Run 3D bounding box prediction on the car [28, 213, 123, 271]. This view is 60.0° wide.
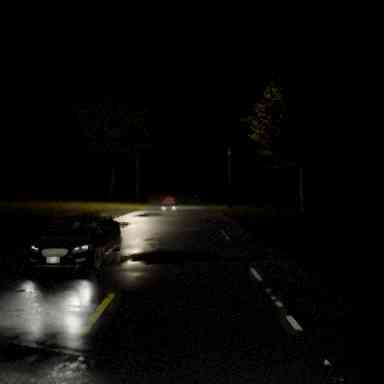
[{"bbox_3d":[-3.603,1.499,11.090,2.128,1.511,4.902,0,0,0],"label":"car"}]

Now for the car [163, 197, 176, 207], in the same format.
[{"bbox_3d":[-3.586,1.541,52.965,1.882,1.535,5.008,0,0,0],"label":"car"}]
